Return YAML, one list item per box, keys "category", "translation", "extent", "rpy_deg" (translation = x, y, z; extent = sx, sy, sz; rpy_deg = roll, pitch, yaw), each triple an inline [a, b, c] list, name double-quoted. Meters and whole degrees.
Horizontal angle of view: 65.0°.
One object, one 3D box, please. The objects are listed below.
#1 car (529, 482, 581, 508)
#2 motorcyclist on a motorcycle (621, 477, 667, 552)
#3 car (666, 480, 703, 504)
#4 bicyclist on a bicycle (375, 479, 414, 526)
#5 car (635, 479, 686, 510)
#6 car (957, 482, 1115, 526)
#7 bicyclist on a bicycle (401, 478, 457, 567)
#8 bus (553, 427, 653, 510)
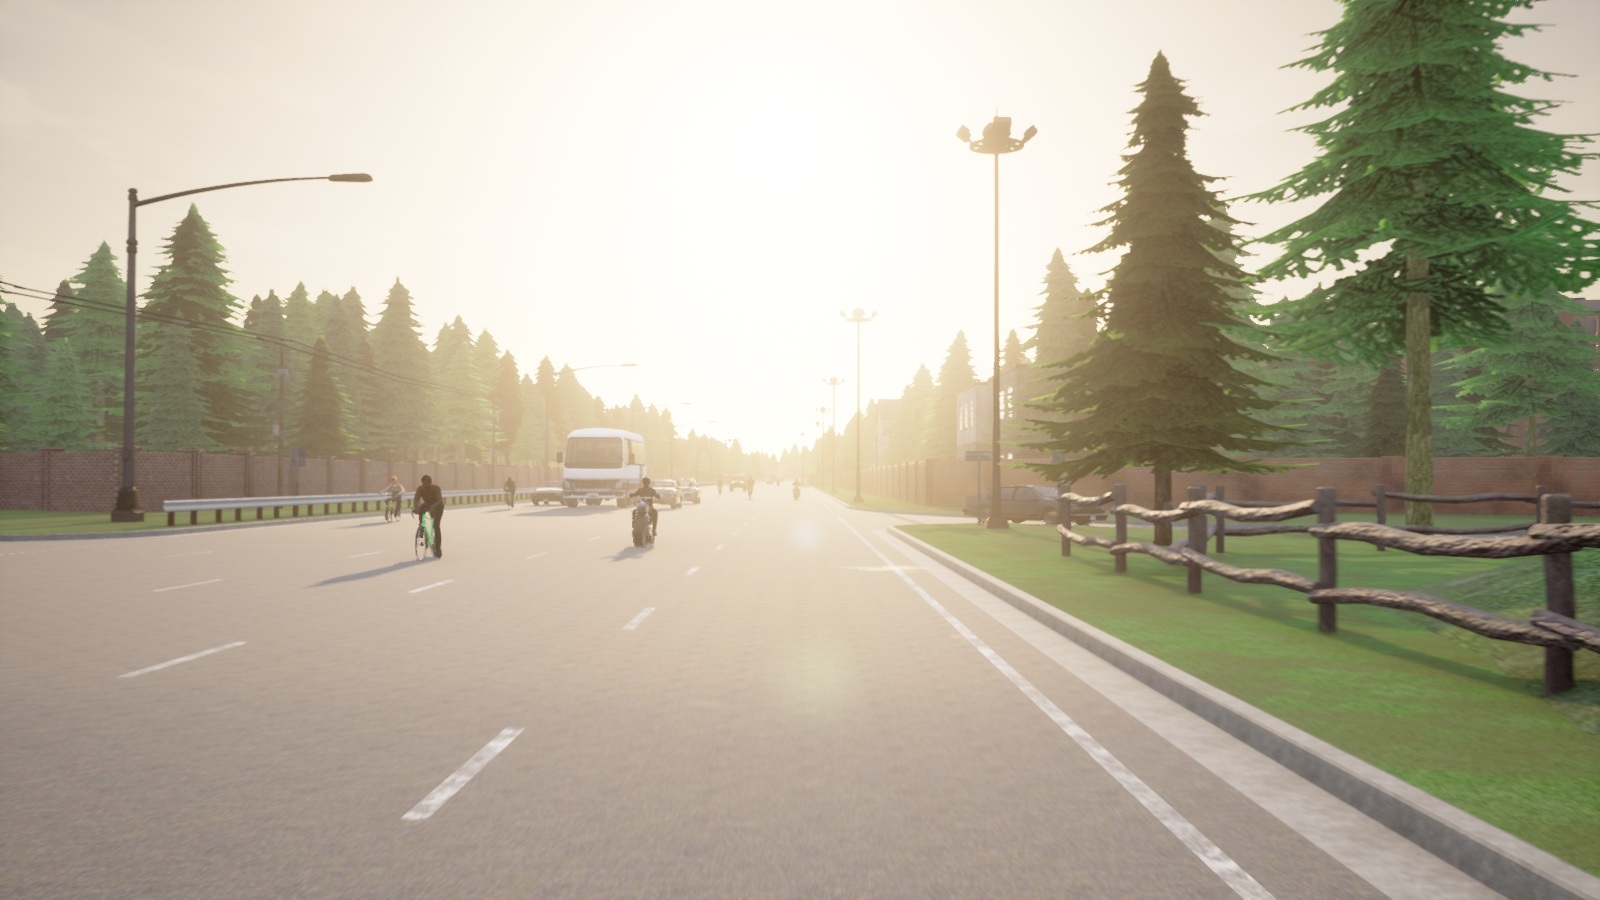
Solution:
- category: "car"
  translation: [-14.190, 2.587, 73.003]
  extent: [2.033, 1.411, 5.357]
  rpy_deg: [0, -1, 0]
- category: "motorcyclist on a motorcycle"
  translation: [-3.576, 1.447, 28.962]
  extent: [0.766, 1.649, 2.350]
  rpy_deg: [0, -1, 0]
- category: "car"
  translation: [-7.205, 2.598, 78.367]
  extent: [1.970, 1.475, 3.806]
  rpy_deg: [0, -1, 0]
- category: "bicyclist on a bicycle"
  translation: [-14.110, 1.810, 43.713]
  extent: [0.866, 1.612, 1.509]
  rpy_deg: [0, -1, 0]
- category: "car"
  translation: [-7.170, 2.288, 65.138]
  extent: [2.128, 1.511, 4.902]
  rpy_deg: [0, -1, 0]
- category: "car"
  translation: [8.104, 1.828, 43.549]
  extent: [2.033, 1.411, 5.357]
  rpy_deg: [1, -2, -38]
- category: "bicyclist on a bicycle"
  translation: [-7.063, 1.350, 23.950]
  extent: [0.582, 1.620, 1.656]
  rpy_deg: [0, -1, 0]
- category: "bus"
  translation: [-10.687, 1.065, 69.338]
  extent: [3.944, 4.253, 10.273]
  rpy_deg: [0, -1, 0]
